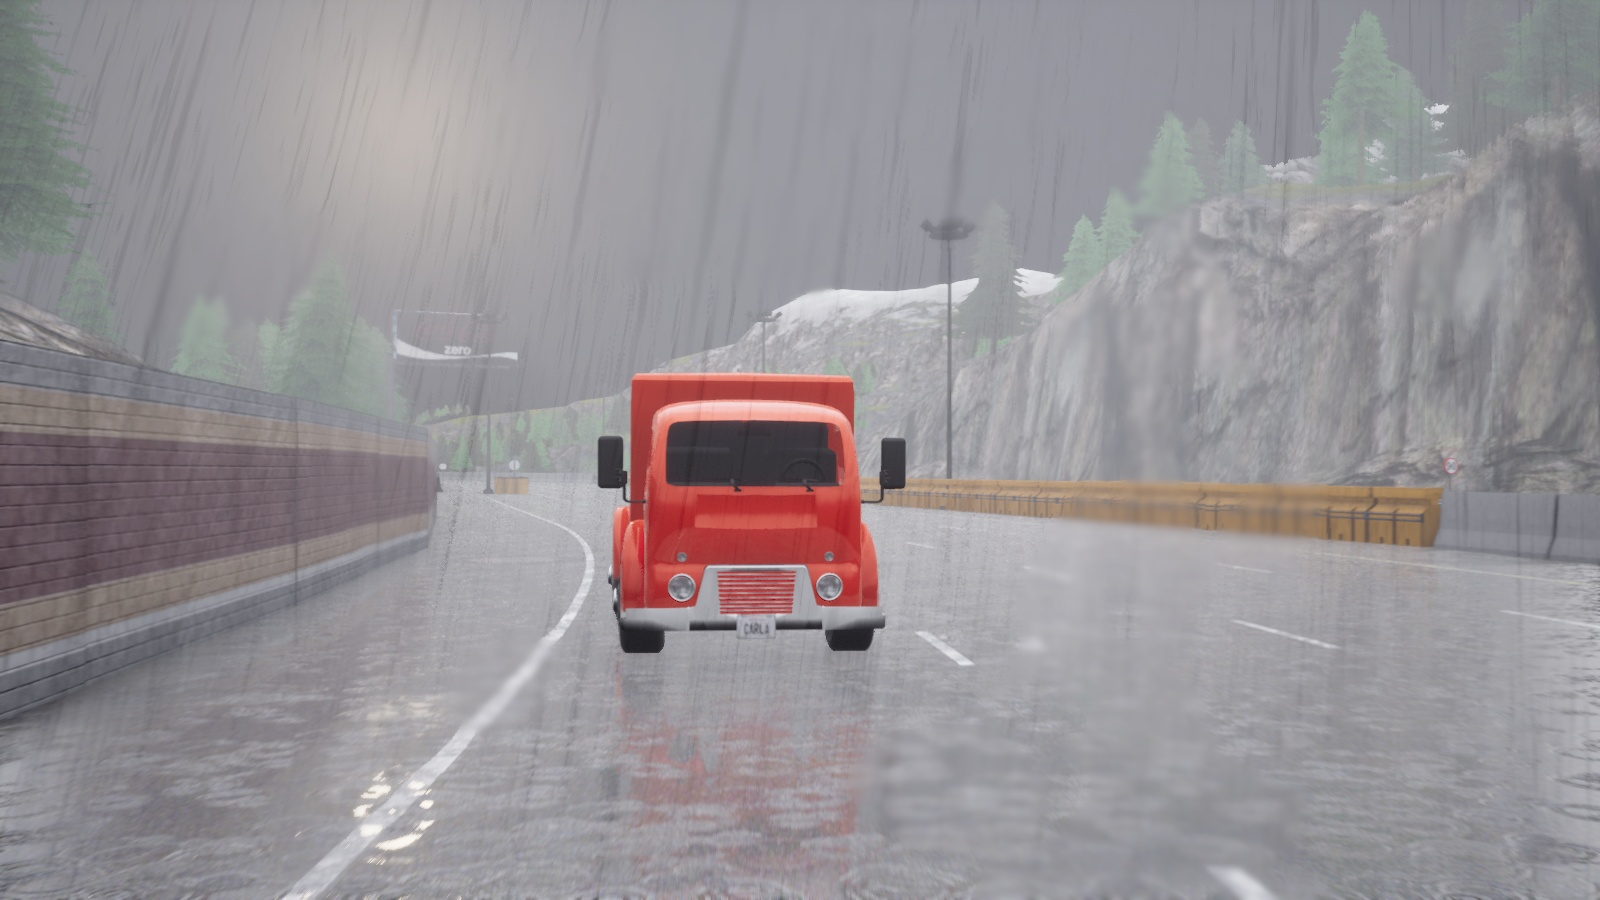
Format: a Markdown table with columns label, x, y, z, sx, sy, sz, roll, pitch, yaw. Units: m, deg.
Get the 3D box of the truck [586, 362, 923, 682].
| label | x | y | z | sx | sy | sz | roll | pitch | yaw |
| --- | --- | --- | --- | --- | --- | --- | --- | --- | --- |
| truck | -0.610 | 0.511 | 12.380 | 2.627 | 2.467 | 5.204 | 0 | 1 | -6 |
